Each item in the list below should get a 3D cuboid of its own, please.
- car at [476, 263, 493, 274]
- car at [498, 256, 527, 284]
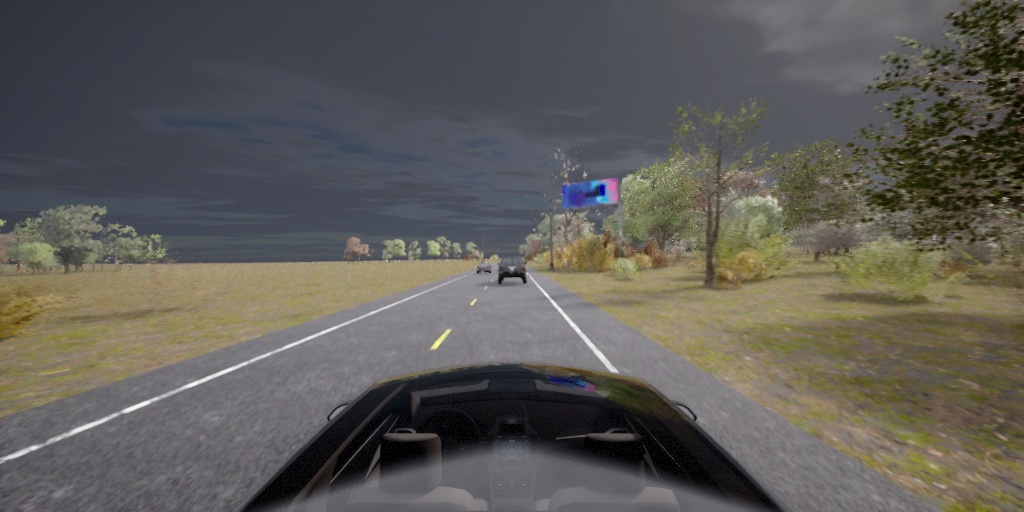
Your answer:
[{"bbox_3d":[-3.420,1.538,45.281,2.033,1.411,5.357,-1,0,0],"label":"car"},{"bbox_3d":[0.039,1.044,28.507,2.150,2.045,5.566,-1,0,1],"label":"car"}]
